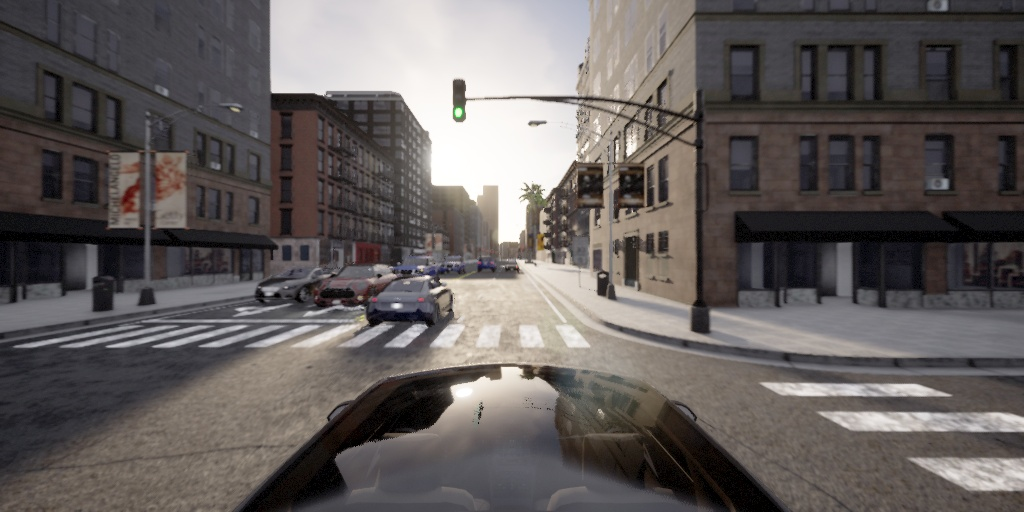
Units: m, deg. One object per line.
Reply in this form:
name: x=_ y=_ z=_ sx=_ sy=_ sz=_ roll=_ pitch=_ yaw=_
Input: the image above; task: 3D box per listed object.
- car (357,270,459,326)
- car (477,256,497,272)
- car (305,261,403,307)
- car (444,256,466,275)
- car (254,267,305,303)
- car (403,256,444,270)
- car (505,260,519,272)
car: x=-3.150 y=1.336 z=11.811 sx=1.994 sy=1.385 sz=4.181 roll=0 pitch=0 yaw=0
car: x=-3.249 y=1.034 z=46.391 sx=2.150 sy=2.045 sz=5.566 roll=0 pitch=0 yaw=0
car: x=-6.558 y=1.132 z=15.562 sx=2.097 sy=1.767 sz=4.553 roll=0 pitch=0 yaw=-1
car: x=-6.557 y=1.030 z=40.575 sx=2.150 sy=2.045 sz=5.566 roll=0 pitch=0 yaw=0
car: x=-9.843 y=1.275 z=16.959 sx=2.128 sy=1.511 sz=4.902 roll=0 pitch=0 yaw=0
car: x=-6.580 y=1.015 z=25.133 sx=2.150 sy=2.045 sz=5.566 roll=0 pitch=0 yaw=1
car: x=0.001 y=1.412 z=46.807 sx=1.895 sy=1.301 sz=4.718 roll=0 pitch=0 yaw=0
